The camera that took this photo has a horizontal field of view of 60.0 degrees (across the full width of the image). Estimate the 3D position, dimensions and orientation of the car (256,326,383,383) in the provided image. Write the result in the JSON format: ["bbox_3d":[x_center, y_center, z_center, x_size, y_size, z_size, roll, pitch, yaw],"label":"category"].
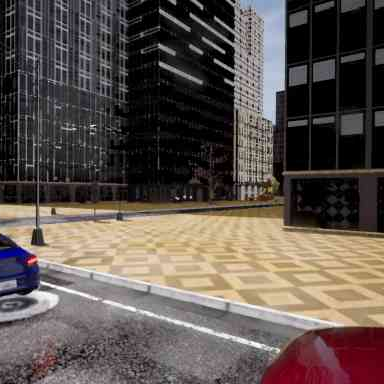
[{"bbox_3d":[2.405,1.564,1.961,4.181,1.385,1.994,0,0,35],"label":"car"}]

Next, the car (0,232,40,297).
[{"bbox_3d":[-5.196,1.523,7.390,4.674,1.442,1.812,0,0,36],"label":"car"}]
